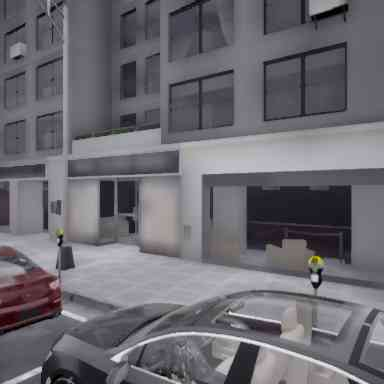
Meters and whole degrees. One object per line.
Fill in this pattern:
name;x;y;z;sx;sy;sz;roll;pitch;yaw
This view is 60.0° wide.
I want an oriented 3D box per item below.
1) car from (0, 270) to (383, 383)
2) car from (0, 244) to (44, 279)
car;0.508;1.548;2.717;4.403;1.369;2.008;0;0;35
car;-3.991;1.578;5.926;4.206;1.307;1.802;0;0;36
